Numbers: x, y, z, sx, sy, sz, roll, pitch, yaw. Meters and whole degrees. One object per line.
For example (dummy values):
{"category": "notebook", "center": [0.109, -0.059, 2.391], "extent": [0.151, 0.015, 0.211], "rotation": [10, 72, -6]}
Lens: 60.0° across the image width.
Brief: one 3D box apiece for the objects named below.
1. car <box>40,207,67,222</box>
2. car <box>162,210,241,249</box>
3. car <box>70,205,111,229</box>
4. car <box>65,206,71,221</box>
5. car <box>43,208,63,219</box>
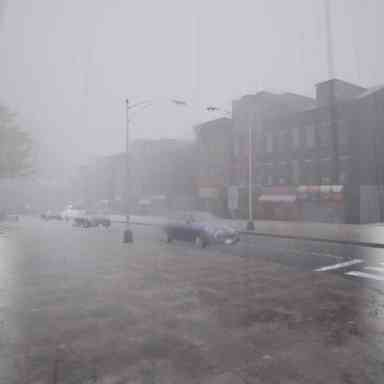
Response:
{"category": "car", "center": [-18.550, 3.015, 43.581], "extent": [2.033, 1.411, 5.357], "rotation": [0, -2, -36]}
{"category": "car", "center": [0.347, 1.740, 16.905], "extent": [2.097, 1.767, 4.553], "rotation": [0, -2, -35]}
{"category": "car", "center": [-9.067, 2.339, 30.122], "extent": [2.097, 1.767, 4.553], "rotation": [0, -2, -35]}
{"category": "car", "center": [-16.574, 2.896, 45.719], "extent": [2.150, 2.045, 5.566], "rotation": [0, -2, -35]}
{"category": "car", "center": [-22.699, 3.481, 54.310], "extent": [2.097, 1.767, 4.553], "rotation": [0, -2, -36]}
